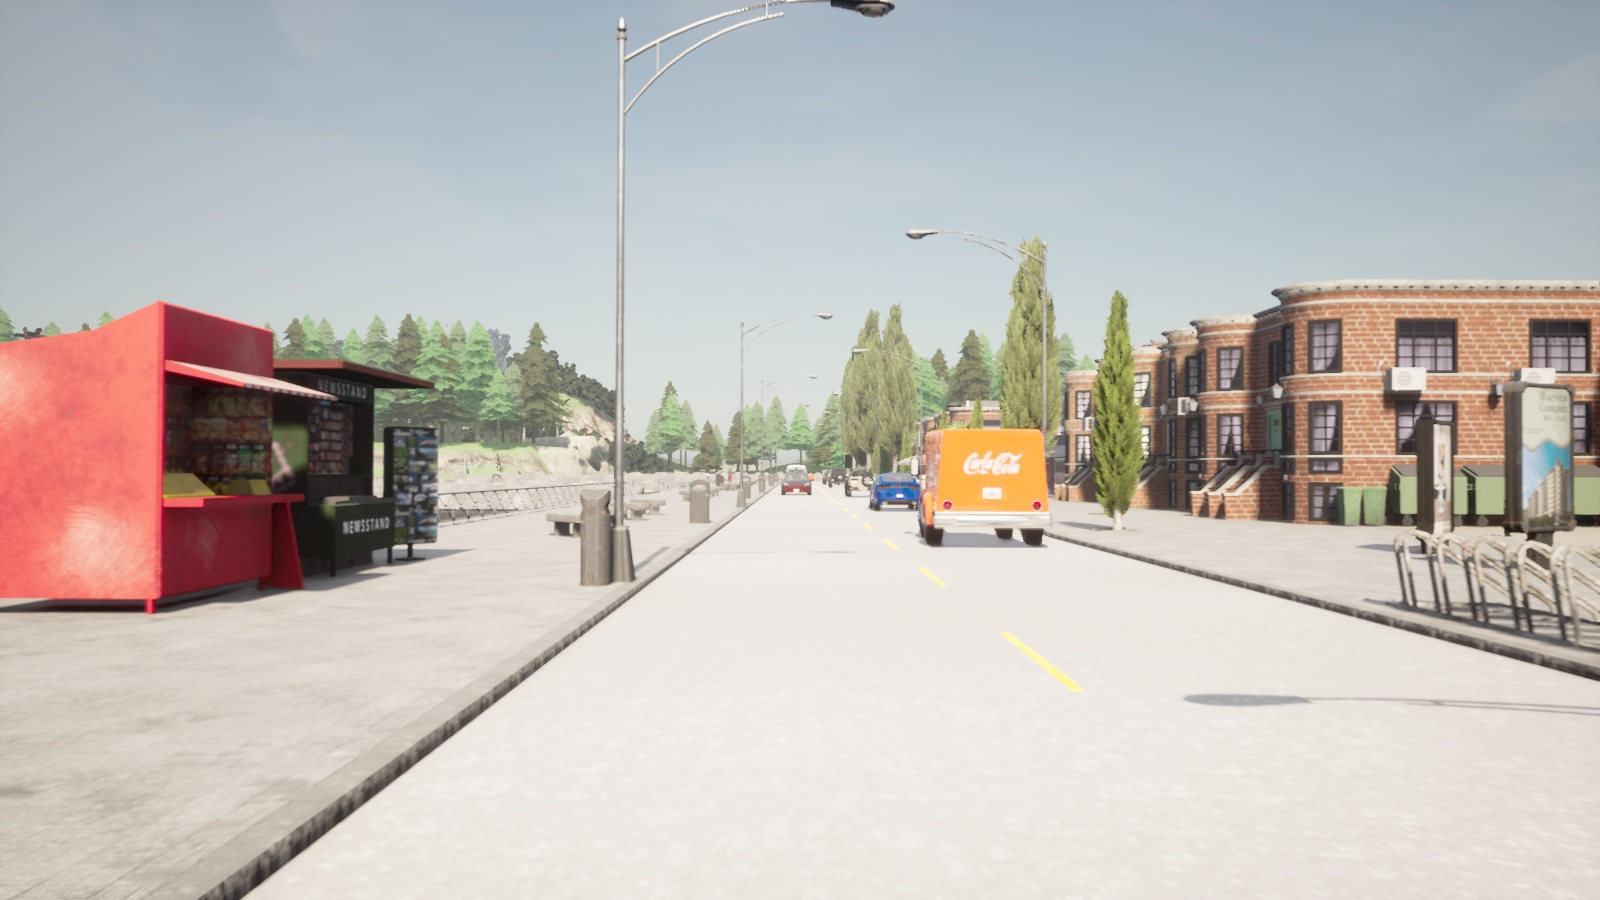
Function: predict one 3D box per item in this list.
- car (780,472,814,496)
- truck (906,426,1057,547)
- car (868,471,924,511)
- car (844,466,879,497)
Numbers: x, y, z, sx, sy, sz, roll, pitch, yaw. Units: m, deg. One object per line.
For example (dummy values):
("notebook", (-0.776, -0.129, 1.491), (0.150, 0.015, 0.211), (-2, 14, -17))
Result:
("car", (-0.211, 2.183, 81.673), (2.163, 1.488, 4.792), (0, -1, 0))
("truck", (3.924, 0.786, 28.293), (2.627, 2.467, 5.204), (0, -1, 0))
("car", (3.867, 1.635, 51.241), (1.882, 1.535, 5.008), (0, -1, 0))
("car", (3.797, 1.919, 77.834), (1.932, 1.855, 4.605), (0, -1, 0))
